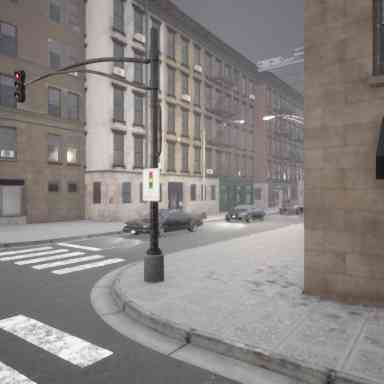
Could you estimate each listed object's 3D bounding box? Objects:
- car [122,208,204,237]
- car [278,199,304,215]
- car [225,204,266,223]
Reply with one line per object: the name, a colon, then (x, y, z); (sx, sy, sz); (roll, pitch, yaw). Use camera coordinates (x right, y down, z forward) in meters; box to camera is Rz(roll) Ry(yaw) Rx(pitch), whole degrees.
car: (-1.415, 1.630, 18.891); (2.033, 1.411, 5.357); (0, 0, 35)
car: (11.111, 1.550, 36.424); (2.097, 1.767, 4.553); (0, 0, 34)
car: (4.359, 1.698, 26.968); (1.994, 1.385, 4.181); (0, 0, 36)
